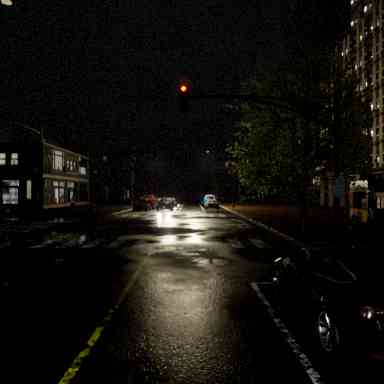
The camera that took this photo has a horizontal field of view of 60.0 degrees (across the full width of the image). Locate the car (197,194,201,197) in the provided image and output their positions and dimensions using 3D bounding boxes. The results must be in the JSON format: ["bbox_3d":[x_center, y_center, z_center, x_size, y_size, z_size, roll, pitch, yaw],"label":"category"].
[{"bbox_3d":[2.602,1.572,71.581,1.947,1.339,4.313,0,0,0],"label":"car"}]

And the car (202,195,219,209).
[{"bbox_3d":[2.637,1.528,43.996,1.752,1.417,4.829,0,0,0],"label":"car"}]

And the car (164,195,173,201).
[{"bbox_3d":[-5.793,1.559,82.670,2.008,1.369,4.403,0,0,0],"label":"car"}]

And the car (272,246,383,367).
[{"bbox_3d":[2.687,1.566,5.797,1.947,1.339,4.313,0,0,0],"label":"car"}]

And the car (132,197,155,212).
[{"bbox_3d":[-5.735,1.585,38.262,1.802,1.307,4.206,0,0,0],"label":"car"}]

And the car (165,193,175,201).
[{"bbox_3d":[-5.799,1.324,88.221,2.192,1.841,5.009,0,0,0],"label":"car"}]

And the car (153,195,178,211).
[{"bbox_3d":[-3.144,1.494,40.040,2.128,1.511,4.902,0,0,0],"label":"car"}]

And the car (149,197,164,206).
[{"bbox_3d":[-5.757,1.555,54.915,2.008,1.369,4.403,0,0,0],"label":"car"}]

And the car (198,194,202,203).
[{"bbox_3d":[2.616,1.556,60.479,2.008,1.369,4.403,0,0,0],"label":"car"}]

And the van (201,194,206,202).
[{"bbox_3d":[2.632,1.345,49.378,1.690,1.788,3.998,0,0,0],"label":"van"}]

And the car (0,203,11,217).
[{"bbox_3d":[-17.303,1.371,27.250,4.507,1.381,1.887,1,-1,-1],"label":"car"}]

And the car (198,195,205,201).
[{"bbox_3d":[2.581,1.534,88.404,1.752,1.417,4.829,0,0,0],"label":"car"}]

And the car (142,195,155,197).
[{"bbox_3d":[-5.741,1.318,43.813,2.192,1.841,5.009,0,0,0],"label":"car"}]

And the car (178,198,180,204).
[{"bbox_3d":[-3.163,1.568,50.077,1.994,1.385,4.181,0,0,-1],"label":"car"}]

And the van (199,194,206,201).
[{"bbox_3d":[2.590,1.349,82.683,1.690,1.788,3.998,0,0,0],"label":"van"}]
